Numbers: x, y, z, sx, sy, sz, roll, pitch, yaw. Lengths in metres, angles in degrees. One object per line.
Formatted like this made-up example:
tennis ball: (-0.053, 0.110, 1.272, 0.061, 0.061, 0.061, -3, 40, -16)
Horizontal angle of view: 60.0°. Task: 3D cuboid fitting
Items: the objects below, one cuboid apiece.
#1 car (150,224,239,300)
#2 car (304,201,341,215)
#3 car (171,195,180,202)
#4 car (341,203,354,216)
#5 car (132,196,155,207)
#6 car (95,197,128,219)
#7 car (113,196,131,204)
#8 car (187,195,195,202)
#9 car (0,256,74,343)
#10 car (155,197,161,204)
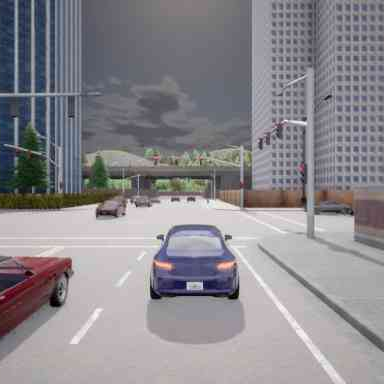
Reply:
car: (0.060, 1.526, 8.292, 1.812, 1.442, 4.674, 0, 0, 0)
car: (13.557, 1.564, 33.508, 4.181, 1.385, 1.994, 0, 0, 0)
car: (-3.662, 1.501, 74.560, 1.812, 1.442, 4.674, 0, 0, 0)
car: (16.223, 1.564, 30.001, 4.181, 1.385, 1.994, 0, 0, 0)
car: (-7.203, 1.352, 49.879, 2.097, 1.767, 4.553, 0, 0, 0)
car: (-7.166, 1.477, 29.648, 1.882, 1.535, 5.008, 0, 0, 0)
car: (-10.701, 1.351, 47.936, 2.097, 1.767, 4.553, 0, 0, 0)
car: (-0.162, 1.477, 74.568, 1.837, 1.490, 4.892, 0, 0, 0)
car: (-3.450, 1.601, 5.023, 1.895, 1.301, 4.718, 0, 0, 0)
car: (-7.180, 1.600, 64.693, 1.895, 1.301, 4.718, 0, 0, 0)
